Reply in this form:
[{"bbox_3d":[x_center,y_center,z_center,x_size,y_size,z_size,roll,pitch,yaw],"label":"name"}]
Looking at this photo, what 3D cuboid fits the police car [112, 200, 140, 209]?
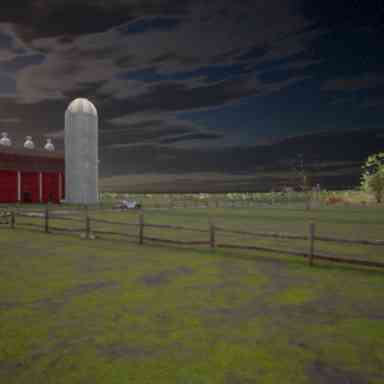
[{"bbox_3d":[-11.061,2.107,55.497,2.038,1.542,4.974,-1,-1,35],"label":"police car"}]
